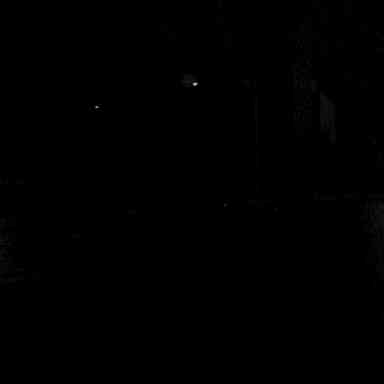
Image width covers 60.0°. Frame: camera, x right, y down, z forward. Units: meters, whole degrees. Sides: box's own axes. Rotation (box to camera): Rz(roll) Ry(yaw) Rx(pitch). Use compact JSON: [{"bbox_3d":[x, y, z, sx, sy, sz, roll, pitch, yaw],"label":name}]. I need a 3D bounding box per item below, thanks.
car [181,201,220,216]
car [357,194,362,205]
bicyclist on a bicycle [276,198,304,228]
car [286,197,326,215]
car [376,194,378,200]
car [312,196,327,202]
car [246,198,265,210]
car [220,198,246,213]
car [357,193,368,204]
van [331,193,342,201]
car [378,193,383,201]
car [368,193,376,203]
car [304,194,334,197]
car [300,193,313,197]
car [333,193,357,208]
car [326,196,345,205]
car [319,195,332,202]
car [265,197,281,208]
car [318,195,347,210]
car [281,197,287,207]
[{"bbox_3d":[0.627,1.525,31.685,1.802,1.307,4.206,0,0,35],"label":"car"},{"bbox_3d":[23.701,1.378,49.984,1.947,1.339,4.313,0,0,35],"label":"car"},{"bbox_3d":[5.360,1.177,18.359,1.656,1.620,0.582,-1,0,35],"label":"bicyclist on a bicycle"},{"bbox_3d":[10.842,1.425,31.453,1.947,1.339,4.313,0,0,35],"label":"car"},{"bbox_3d":[36.658,1.303,68.654,1.752,1.417,4.829,-1,0,35],"label":"car"},{"bbox_3d":[26.349,1.419,68.751,1.947,1.339,4.313,0,0,35],"label":"car"},{"bbox_3d":[7.057,1.495,40.951,1.802,1.307,4.206,0,0,35],"label":"car"},{"bbox_3d":[3.840,1.367,36.318,1.967,1.590,4.097,0,0,35],"label":"car"},{"bbox_3d":[26.915,1.118,54.617,2.192,1.841,5.009,0,0,35],"label":"car"},{"bbox_3d":[35.992,1.187,82.651,1.690,1.788,3.998,-1,0,35],"label":"van"},{"bbox_3d":[42.990,1.359,77.779,1.802,1.307,4.206,-1,0,35],"label":"car"},{"bbox_3d":[33.346,1.100,63.883,2.192,1.841,5.009,0,0,35],"label":"car"},{"bbox_3d":[17.421,1.337,45.441,2.128,1.511,4.902,-1,0,35],"label":"car"},{"bbox_3d":[19.917,1.416,59.484,1.887,1.381,4.507,0,0,35],"label":"car"},{"bbox_3d":[20.486,1.137,45.353,2.192,1.841,5.009,0,0,35],"label":"car"},{"bbox_3d":[23.285,1.354,53.893,1.812,1.442,4.674,-1,0,35],"label":"car"},{"bbox_3d":[29.563,1.428,73.382,1.802,1.307,4.206,0,0,35],"label":"car"},{"bbox_3d":[10.175,1.427,45.444,1.752,1.417,4.829,0,0,35],"label":"car"},{"bbox_3d":[17.271,1.377,40.719,1.887,1.381,4.507,0,0,35],"label":"car"},{"bbox_3d":[13.487,1.456,50.218,1.947,1.339,4.313,0,0,35],"label":"car"}]
